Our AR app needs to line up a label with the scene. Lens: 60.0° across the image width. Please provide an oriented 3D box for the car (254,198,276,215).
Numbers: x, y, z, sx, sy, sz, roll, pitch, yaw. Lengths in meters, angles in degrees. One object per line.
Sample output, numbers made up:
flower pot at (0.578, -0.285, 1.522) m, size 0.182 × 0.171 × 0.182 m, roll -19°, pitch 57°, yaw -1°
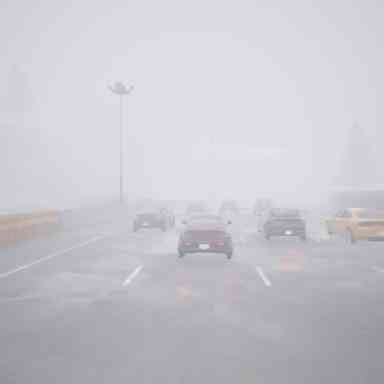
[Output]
car at (7.603, 1.382, 34.685) m, size 2.097 × 1.767 × 4.553 m, roll 0°, pitch 0°, yaw 14°

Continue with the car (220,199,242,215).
car at (4.072, 1.535, 35.025) m, size 1.837 × 1.490 × 4.892 m, roll 0°, pitch 0°, yaw 13°

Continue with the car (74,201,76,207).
car at (-16.614, 1.536, 52.476) m, size 2.128 × 1.511 × 4.902 m, roll 0°, pitch 0°, yaw 18°

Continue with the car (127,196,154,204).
car at (-7.040, 1.544, 47.986) m, size 1.837 × 1.490 × 4.892 m, roll 0°, pitch 0°, yaw 17°

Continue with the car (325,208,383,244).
car at (7.848, 1.491, 15.729) m, size 1.882 × 1.535 × 5.008 m, roll 0°, pitch 0°, yaw 5°

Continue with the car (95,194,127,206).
car at (-10.946, 1.262, 47.309) m, size 2.150 × 2.045 × 5.566 m, roll 0°, pitch 0°, yaw 17°

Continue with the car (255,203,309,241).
car at (4.464, 1.519, 16.912) m, size 1.837 × 1.490 × 4.892 m, roll 0°, pitch 0°, yaw 6°

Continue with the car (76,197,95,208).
car at (-14.146, 1.589, 48.868) m, size 2.033 × 1.411 × 5.357 m, roll 0°, pitch 0°, yaw 17°

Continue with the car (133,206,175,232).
car at (-2.210, 1.543, 20.081) m, size 1.812 × 1.442 × 4.674 m, roll 0°, pitch 0°, yaw 7°

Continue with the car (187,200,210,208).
car at (0.698, 1.556, 35.954) m, size 1.812 × 1.442 × 4.674 m, roll 0°, pitch 0°, yaw 13°

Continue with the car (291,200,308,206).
car at (11.515, 1.557, 35.961) m, size 1.812 × 1.442 × 4.674 m, roll 0°, pitch 0°, yaw 14°

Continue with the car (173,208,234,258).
car at (0.558, 1.537, 12.701) m, size 1.812 × 1.442 × 4.674 m, roll 0°, pitch 0°, yaw 4°
